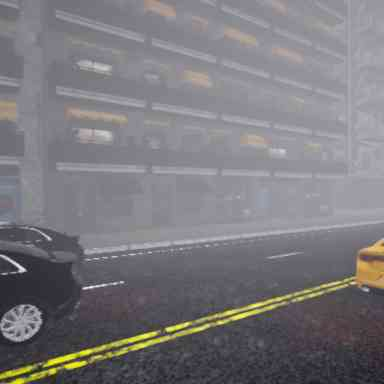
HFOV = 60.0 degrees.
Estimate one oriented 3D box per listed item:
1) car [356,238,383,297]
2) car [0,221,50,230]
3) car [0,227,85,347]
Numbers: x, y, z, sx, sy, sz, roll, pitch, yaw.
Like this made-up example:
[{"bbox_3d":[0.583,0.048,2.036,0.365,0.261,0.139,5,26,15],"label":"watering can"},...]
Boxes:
[{"bbox_3d":[5.716,1.503,7.522,5.008,1.535,1.882,0,0,-36],"label":"car"},{"bbox_3d":[-5.124,1.506,8.015,4.892,1.490,1.837,0,0,-36],"label":"car"},{"bbox_3d":[-4.116,1.503,4.742,4.892,1.490,1.837,0,0,-36],"label":"car"}]
